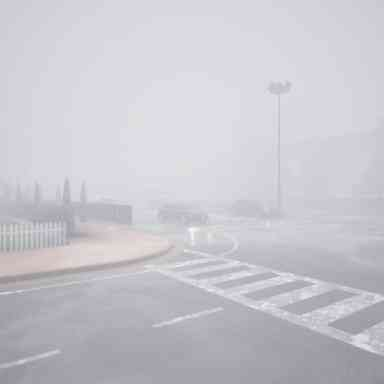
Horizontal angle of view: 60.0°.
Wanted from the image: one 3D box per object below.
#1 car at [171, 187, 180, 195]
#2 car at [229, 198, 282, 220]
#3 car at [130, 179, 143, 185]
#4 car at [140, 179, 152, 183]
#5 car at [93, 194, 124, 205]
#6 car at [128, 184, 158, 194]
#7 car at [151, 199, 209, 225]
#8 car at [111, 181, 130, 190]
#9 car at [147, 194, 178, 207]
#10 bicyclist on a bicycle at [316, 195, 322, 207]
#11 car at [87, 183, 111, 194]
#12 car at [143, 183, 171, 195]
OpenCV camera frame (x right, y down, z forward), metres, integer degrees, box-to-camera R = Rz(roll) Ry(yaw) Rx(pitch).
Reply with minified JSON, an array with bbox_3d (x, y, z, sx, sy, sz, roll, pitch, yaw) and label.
[{"bbox_3d":[-4.201,-0.267,63.930,1.882,1.535,5.008,0,7,-37],"label":"car"},{"bbox_3d":[5.248,1.349,27.869,2.097,1.767,4.553,0,0,-37],"label":"car"},{"bbox_3d":[-12.832,-1.487,69.592,1.882,1.535,5.008,0,7,-37],"label":"car"},{"bbox_3d":[-10.507,-1.827,72.174,2.150,2.045,5.566,0,7,-37],"label":"car"},{"bbox_3d":[-8.499,1.372,34.405,1.837,1.490,4.892,0,2,-37],"label":"car"},{"bbox_3d":[-8.561,0.058,57.914,2.033,1.411,5.357,0,6,-37],"label":"car"},{"bbox_3d":[-0.757,1.504,24.199,1.837,1.490,4.892,0,0,-37],"label":"car"},{"bbox_3d":[-14.822,-1.300,66.248,1.882,1.535,5.008,0,7,-37],"label":"car"},{"bbox_3d":[-3.200,1.402,38.995,2.033,1.411,5.357,0,2,-37],"label":"car"},{"bbox_3d":[18.052,1.291,47.357,1.656,1.620,0.582,0,0,-37],"label":"bicyclist on a bicycle"},{"bbox_3d":[-16.049,-0.509,56.201,2.097,1.767,4.553,0,7,-37],"label":"car"},{"bbox_3d":[-6.592,-0.187,61.289,1.882,1.535,5.008,0,7,-37],"label":"car"}]
